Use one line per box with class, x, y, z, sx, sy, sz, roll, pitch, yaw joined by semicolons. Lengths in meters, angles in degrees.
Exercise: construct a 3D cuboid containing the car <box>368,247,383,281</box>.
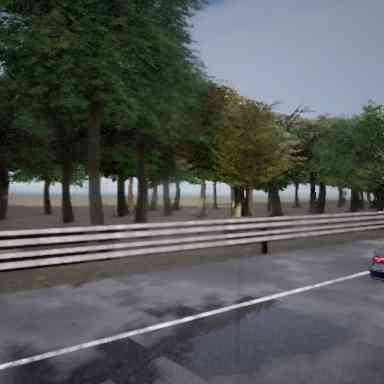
car;6.713;1.643;8.627;5.357;1.411;2.033;1;0;-35
